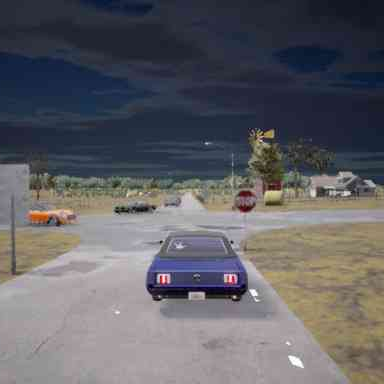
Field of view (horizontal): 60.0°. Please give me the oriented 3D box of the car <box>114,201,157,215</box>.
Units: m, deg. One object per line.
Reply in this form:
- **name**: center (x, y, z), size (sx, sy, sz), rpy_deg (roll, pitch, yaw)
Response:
- **car**: center (-5.768, 1.611, 34.022), size (1.895, 1.301, 4.718), rpy_deg (0, 0, 32)

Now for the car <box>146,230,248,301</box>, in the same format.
- **car**: center (0.109, 1.598, 8.253), size (1.895, 1.301, 4.718), rpy_deg (0, 0, 0)

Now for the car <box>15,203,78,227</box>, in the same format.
- **car**: center (-10.863, 1.588, 24.674), size (4.553, 1.767, 2.097), rpy_deg (-1, 1, 13)

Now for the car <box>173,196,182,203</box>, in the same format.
- **car**: center (-3.101, 1.551, 71.244), size (1.837, 1.490, 4.892), rpy_deg (0, 0, 0)

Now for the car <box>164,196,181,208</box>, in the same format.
- **car**: center (-3.027, 1.520, 49.563), size (1.837, 1.490, 4.892), rpy_deg (0, 0, 0)
